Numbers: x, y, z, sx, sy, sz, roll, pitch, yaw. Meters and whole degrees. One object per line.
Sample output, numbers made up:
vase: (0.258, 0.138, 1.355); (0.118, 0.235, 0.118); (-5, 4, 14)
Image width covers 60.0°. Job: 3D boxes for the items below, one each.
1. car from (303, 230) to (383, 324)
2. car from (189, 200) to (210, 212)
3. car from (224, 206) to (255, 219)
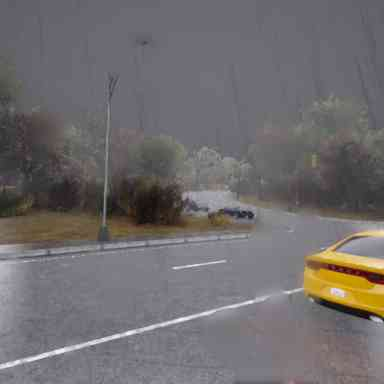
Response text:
car: (4.431, 1.544, 6.915); (5.008, 1.535, 1.882); (1, -1, -35)
car: (0.946, 1.882, 45.823); (1.837, 1.490, 4.892); (2, 1, -17)
car: (4.706, 2.145, 35.463); (1.895, 1.301, 4.718); (3, -1, -22)
